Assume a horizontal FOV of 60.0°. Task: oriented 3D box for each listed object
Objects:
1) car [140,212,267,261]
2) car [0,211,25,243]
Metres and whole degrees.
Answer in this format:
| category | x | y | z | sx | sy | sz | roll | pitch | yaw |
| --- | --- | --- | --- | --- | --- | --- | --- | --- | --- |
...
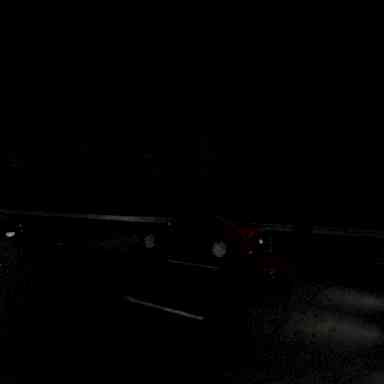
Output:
| category | x | y | z | sx | sy | sz | roll | pitch | yaw |
| --- | --- | --- | --- | --- | --- | --- | --- | --- | --- |
| car | 0.253 | 1.474 | 12.387 | 5.008 | 1.535 | 1.882 | 0 | 0 | 35 |
| car | -9.218 | 1.517 | 14.594 | 4.674 | 1.442 | 1.812 | 0 | 0 | 33 |
